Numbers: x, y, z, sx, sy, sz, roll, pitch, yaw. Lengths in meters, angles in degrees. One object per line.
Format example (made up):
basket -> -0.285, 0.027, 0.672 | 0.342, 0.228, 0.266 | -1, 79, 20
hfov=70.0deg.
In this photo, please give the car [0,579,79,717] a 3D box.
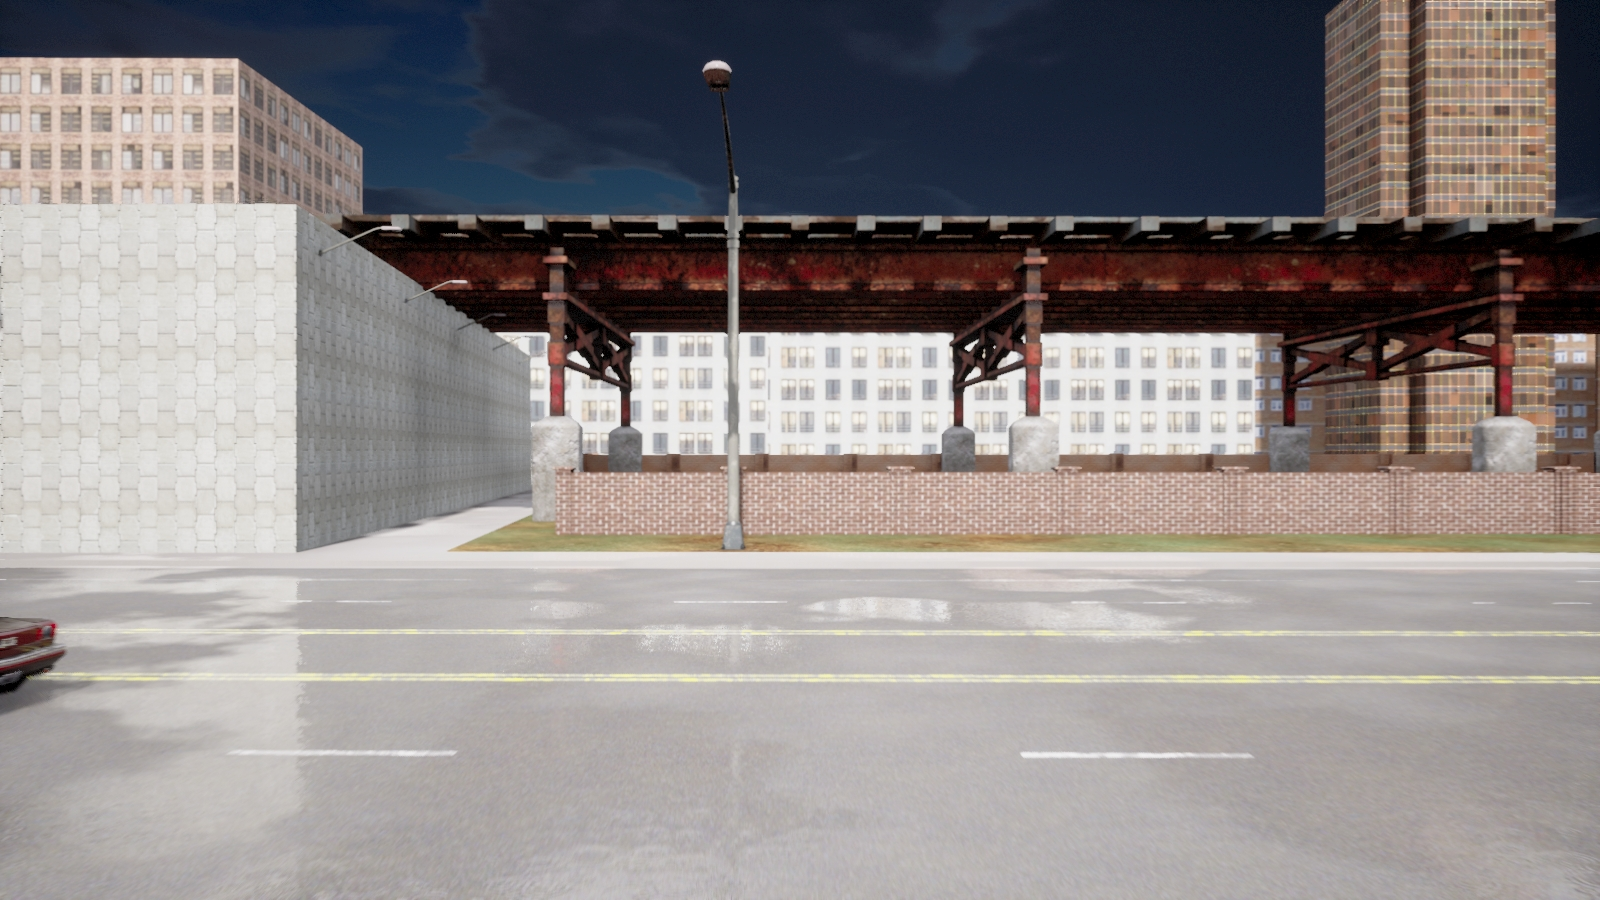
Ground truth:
car -> -10.765, 2.156, 12.386 | 4.718, 1.301, 1.895 | 0, 0, 1
